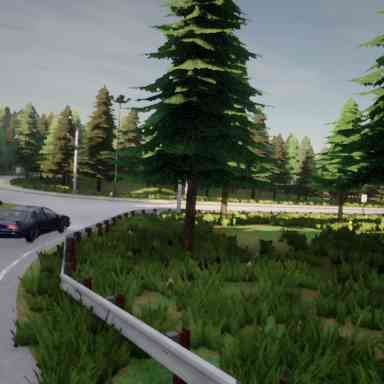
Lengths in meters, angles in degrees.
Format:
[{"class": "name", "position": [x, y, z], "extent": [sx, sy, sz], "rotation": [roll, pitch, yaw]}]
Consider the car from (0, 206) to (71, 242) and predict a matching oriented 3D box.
[{"class": "car", "position": [-7.575, 1.363, 15.642], "extent": [2.033, 1.411, 5.357], "rotation": [4, 1, 3]}]
